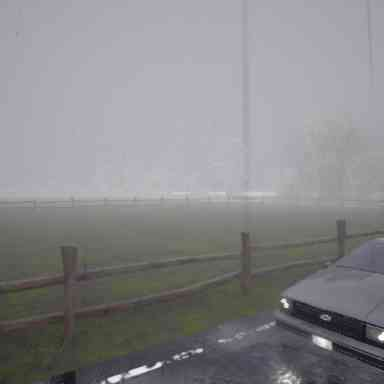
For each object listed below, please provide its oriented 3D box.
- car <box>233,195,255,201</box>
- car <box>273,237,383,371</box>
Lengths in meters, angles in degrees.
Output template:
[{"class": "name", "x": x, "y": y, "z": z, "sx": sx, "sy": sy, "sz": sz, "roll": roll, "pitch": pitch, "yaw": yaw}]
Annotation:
[{"class": "car", "x": 10.076, "y": 1.130, "z": 64.186, "sx": 1.895, "sy": 1.301, "sz": 4.718, "roll": -1, "pitch": 1, "yaw": -35}, {"class": "car", "x": 3.833, "y": 1.531, "z": 5.806, "sx": 5.357, "sy": 1.411, "sz": 2.033, "roll": 0, "pitch": 0, "yaw": -36}]
